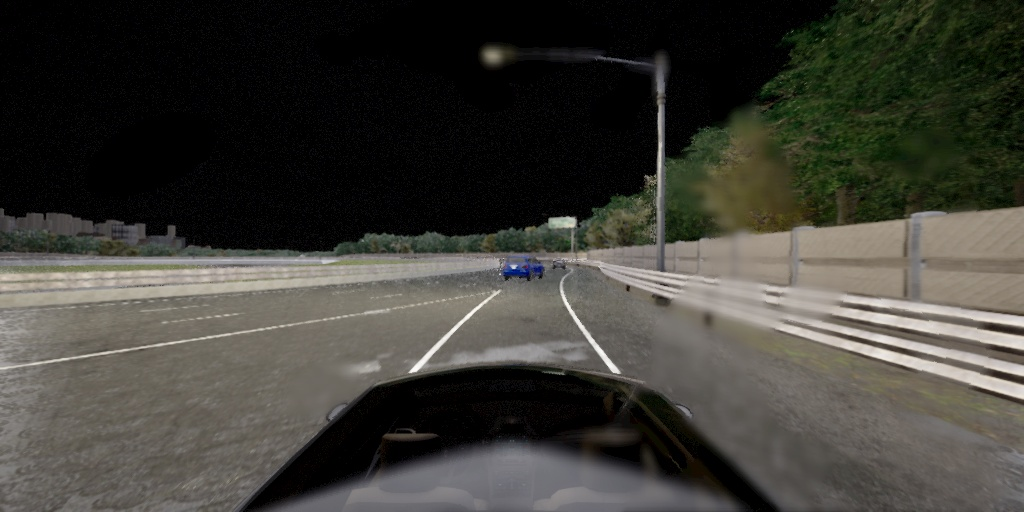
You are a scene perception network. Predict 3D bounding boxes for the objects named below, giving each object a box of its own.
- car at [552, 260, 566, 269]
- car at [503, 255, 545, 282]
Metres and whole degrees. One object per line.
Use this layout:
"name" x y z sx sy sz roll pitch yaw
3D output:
"car" 7.365 1.281 56.400 1.812 1.442 4.674 0 0 6
"car" 1.053 0.968 29.623 2.150 2.045 5.566 0 0 20
